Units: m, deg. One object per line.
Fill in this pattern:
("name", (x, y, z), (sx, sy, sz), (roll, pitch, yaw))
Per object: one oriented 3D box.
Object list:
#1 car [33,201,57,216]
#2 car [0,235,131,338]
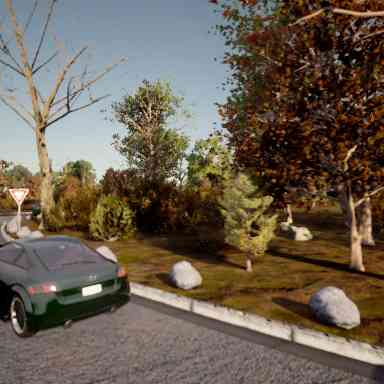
("car", (-19.843, 2.321, 46.490), (2.150, 2.045, 5.566), (-2, -2, 9))
("car", (-3.133, 1.598, 6.812), (4.181, 1.385, 1.994), (-1, 0, 42))
